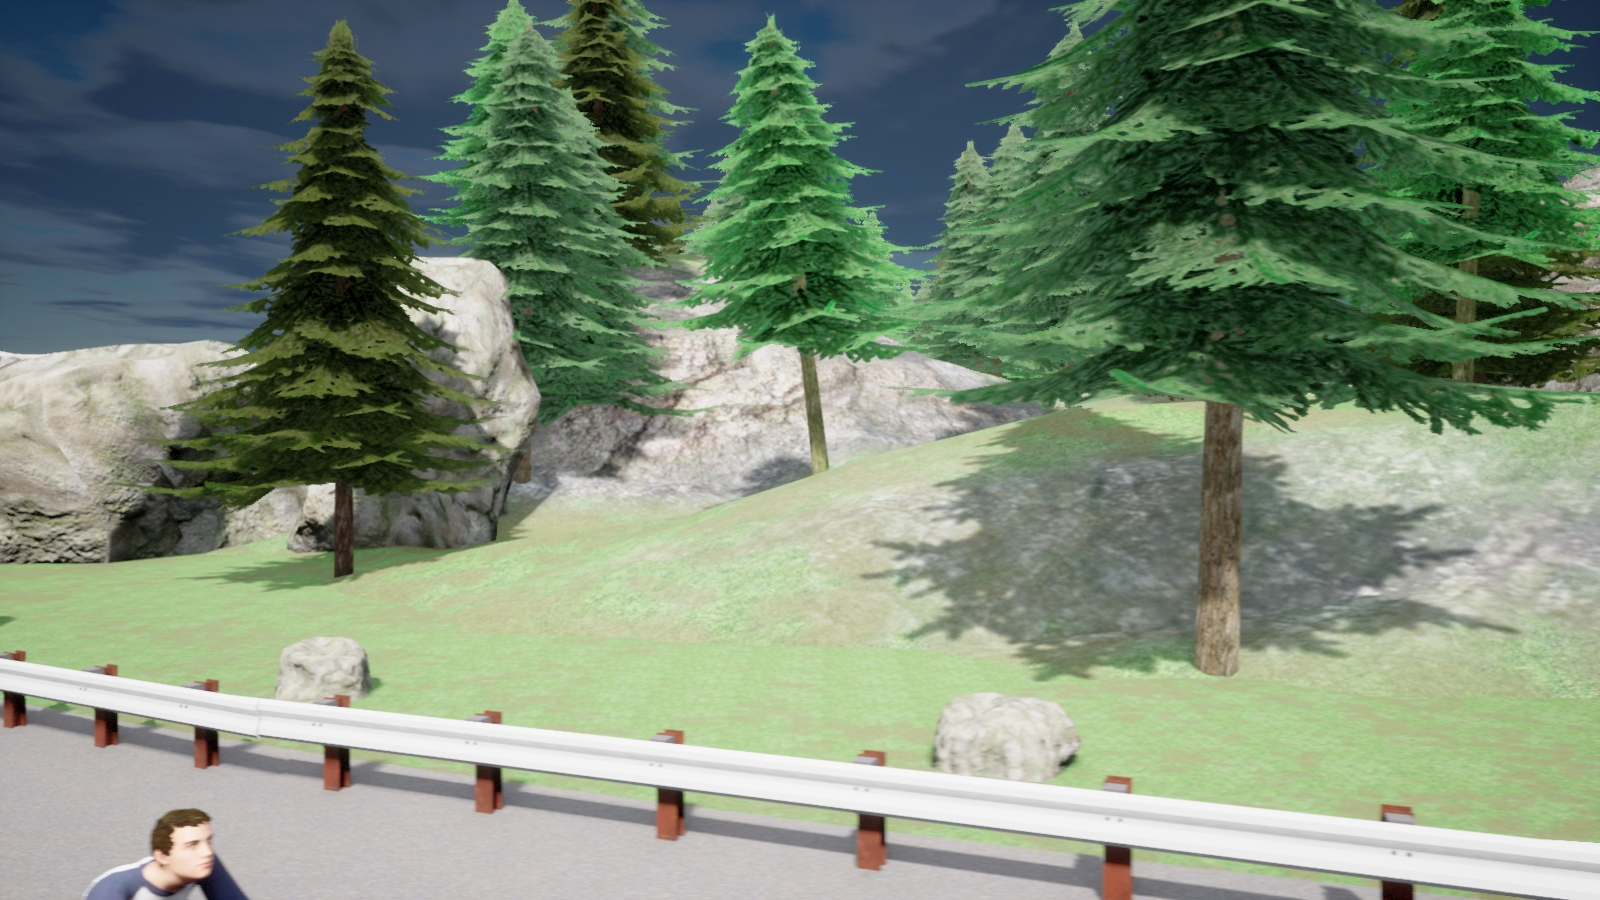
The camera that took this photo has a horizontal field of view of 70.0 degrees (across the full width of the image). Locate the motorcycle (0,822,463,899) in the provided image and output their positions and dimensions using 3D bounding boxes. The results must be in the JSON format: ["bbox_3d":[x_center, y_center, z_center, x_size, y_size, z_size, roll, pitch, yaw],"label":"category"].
[{"bbox_3d":[-2.304,2.184,4.097,2.033,1.217,0.803,0,-1,22],"label":"motorcycle"}]
